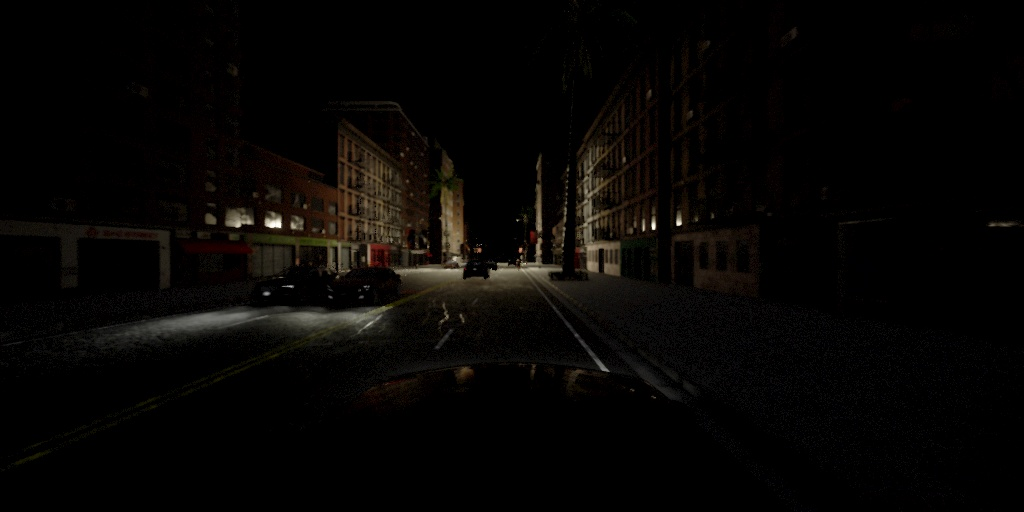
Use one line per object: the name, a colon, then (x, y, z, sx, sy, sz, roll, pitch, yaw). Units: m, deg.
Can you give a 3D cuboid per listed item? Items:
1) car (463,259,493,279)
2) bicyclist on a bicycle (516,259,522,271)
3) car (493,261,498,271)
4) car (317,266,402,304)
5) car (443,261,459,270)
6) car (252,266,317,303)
car: (-3.139, 1.141, 32.595, 2.097, 1.767, 4.553, 0, 0, 0)
bicyclist on a bicycle: (0.901, 1.285, 46.738, 0.866, 1.612, 1.509, 0, -1, 0)
car: (-3.133, 1.444, 53.360, 1.994, 1.385, 4.181, 0, 0, 0)
car: (-6.594, 1.232, 16.528, 1.882, 1.535, 5.008, 0, 0, 0)
car: (-9.768, 1.453, 58.096, 2.033, 1.411, 5.357, 0, 0, 1)
car: (-9.843, 1.246, 16.839, 2.128, 1.511, 4.902, 0, 0, 0)
